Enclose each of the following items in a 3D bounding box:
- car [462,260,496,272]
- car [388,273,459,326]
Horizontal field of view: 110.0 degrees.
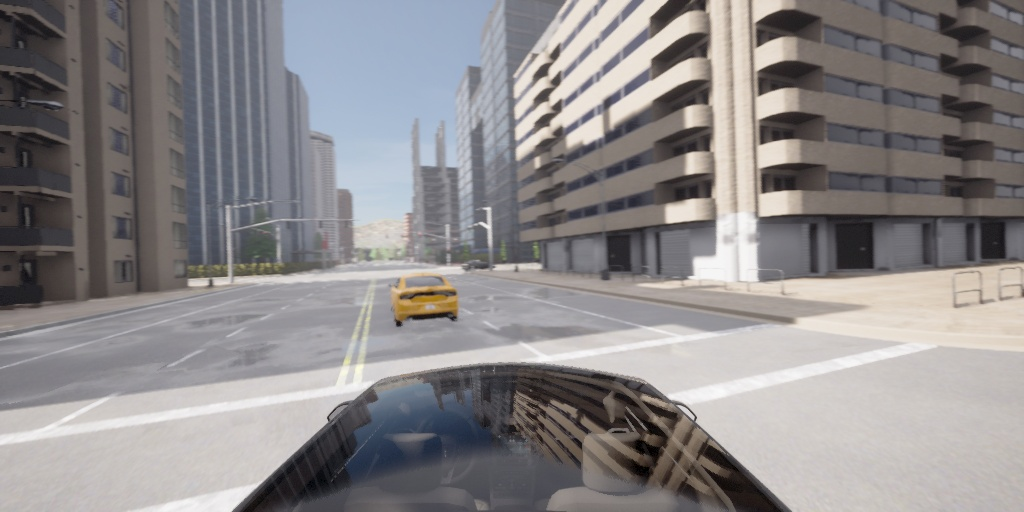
[{"bbox_3d":[-4.466,1.277,48.671,4.902,1.511,2.128,-2,0,-35],"label":"car"},{"bbox_3d":[-3.150,1.318,12.423,1.882,1.535,5.008,-2,0,-20],"label":"car"}]
